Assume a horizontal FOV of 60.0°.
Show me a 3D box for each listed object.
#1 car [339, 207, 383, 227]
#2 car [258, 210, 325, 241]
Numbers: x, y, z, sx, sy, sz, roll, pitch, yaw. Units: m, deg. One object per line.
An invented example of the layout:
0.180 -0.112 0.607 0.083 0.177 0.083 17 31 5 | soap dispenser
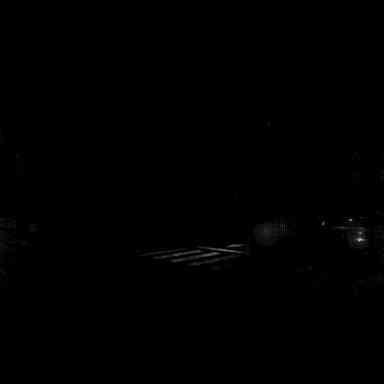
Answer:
12.864 1.852 25.256 4.181 1.385 1.994 0 -2 -42 | car
5.599 1.773 18.544 4.902 1.511 2.128 0 -2 -43 | car
